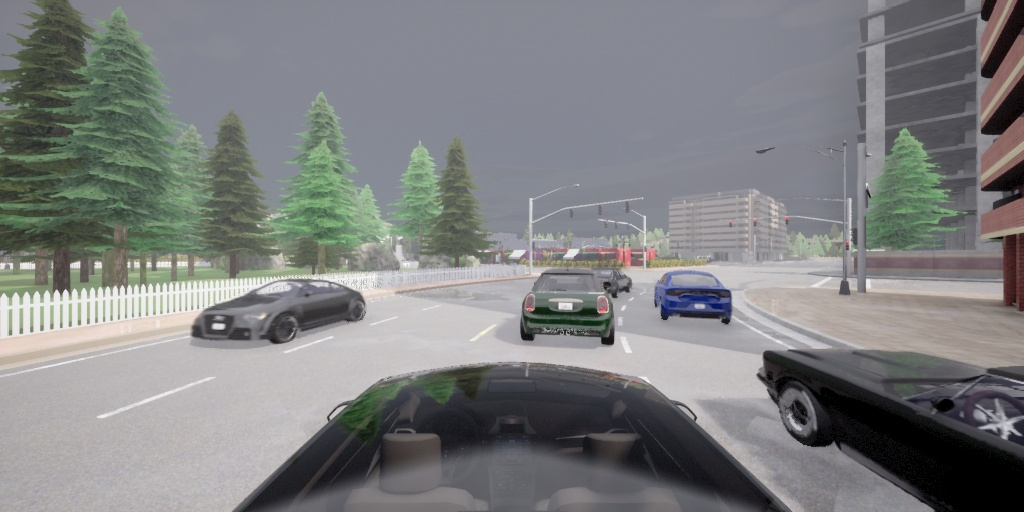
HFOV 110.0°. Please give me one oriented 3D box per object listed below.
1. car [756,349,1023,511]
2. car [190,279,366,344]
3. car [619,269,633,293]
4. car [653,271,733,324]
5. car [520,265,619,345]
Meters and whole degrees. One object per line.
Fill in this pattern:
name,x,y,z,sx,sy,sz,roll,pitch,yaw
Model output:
car,3.878,1.352,2.256,1.895,1.301,4.718,0,0,2
car,-5.829,1.313,9.583,1.994,1.385,4.181,0,0,12
car,4.863,1.302,18.570,2.033,1.411,5.357,0,0,29
car,5.967,1.232,12.246,1.882,1.535,5.008,0,0,18
car,1.615,1.104,9.817,2.097,1.767,4.553,0,0,13
